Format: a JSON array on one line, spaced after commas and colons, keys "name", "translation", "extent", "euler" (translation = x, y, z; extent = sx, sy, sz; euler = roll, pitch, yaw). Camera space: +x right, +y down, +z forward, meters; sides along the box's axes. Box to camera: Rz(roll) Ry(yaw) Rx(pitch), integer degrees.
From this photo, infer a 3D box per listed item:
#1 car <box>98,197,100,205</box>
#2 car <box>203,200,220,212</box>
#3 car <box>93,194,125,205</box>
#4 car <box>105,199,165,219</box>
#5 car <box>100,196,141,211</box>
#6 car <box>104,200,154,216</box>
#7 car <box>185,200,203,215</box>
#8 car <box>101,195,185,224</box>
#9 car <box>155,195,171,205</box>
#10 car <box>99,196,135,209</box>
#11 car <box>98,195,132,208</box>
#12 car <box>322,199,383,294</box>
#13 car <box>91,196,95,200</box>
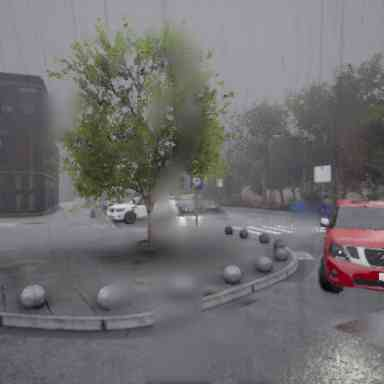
[{"name": "car", "translation": [-8.261, 1.570, 40.126], "extent": [5.008, 1.535, 2.097], "euler": [-1, 0, -38]}, {"name": "car", "translation": [1.752, 1.658, 40.031], "extent": [1.994, 1.385, 4.181], "euler": [0, 0, -18]}, {"name": "car", "translation": [-16.451, 1.400, 65.909], "extent": [5.566, 2.045, 2.435], "euler": [-1, 0, -38]}, {"name": "car", "translation": [-5.372, 1.546, 31.660], "extent": [5.366, 1.575, 1.946], "euler": [-1, 0, -38]}, {"name": "car", "translation": [-9.214, 1.451, 42.975], "extent": [4.553, 1.767, 2.185], "euler": [-1, 0, -38]}, {"name": "car", "translation": [-6.443, 1.597, 34.405], "extent": [4.674, 1.452, 2.002], "euler": [-1, 0, -38]}, {"name": "car", "translation": [-0.758, 1.581, 33.994], "extent": [1.837, 1.490, 4.892], "euler": [0, 0, -18]}, {"name": "car", "translation": [-3.693, 1.288, 25.800], "extent": [5.566, 2.045, 2.435], "euler": [-1, 0, -38]}, {"name": "car", "translation": [-5.539, 1.509, 62.553], "extent": [2.097, 1.767, 4.553], "euler": [0, 0, -18]}, {"name": "car", "translation": [-10.976, 1.464, 48.728], "extent": [4.553, 1.767, 2.185], "euler": [-1, 0, -38]}, {"name": "car", "translation": [-11.885, 1.472, 51.588], "extent": [4.553, 1.767, 2.185], "euler": [-1, 0, -38]}, {"name": "car", "translation": [4.689, 1.243, 8.771], "extent": [2.150, 2.045, 5.566], "euler": [1, 1, 22]}, {"name": "car", "translation": [-13.713, 1.365, 57.319], "extent": [5.566, 2.045, 2.435], "euler": [-1, 0, -38]}]
